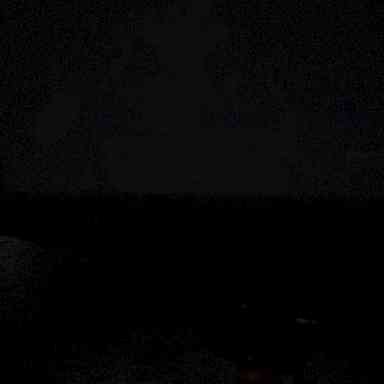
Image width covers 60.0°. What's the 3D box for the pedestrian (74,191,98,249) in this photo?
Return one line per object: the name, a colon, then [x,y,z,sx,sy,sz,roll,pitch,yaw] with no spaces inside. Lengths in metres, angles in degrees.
pedestrian: [-3.249,0.802,10.231,0.375,1.860,0.375,0,1,38]
